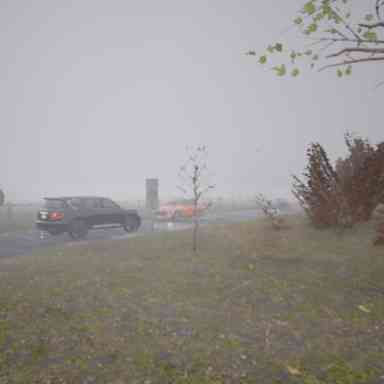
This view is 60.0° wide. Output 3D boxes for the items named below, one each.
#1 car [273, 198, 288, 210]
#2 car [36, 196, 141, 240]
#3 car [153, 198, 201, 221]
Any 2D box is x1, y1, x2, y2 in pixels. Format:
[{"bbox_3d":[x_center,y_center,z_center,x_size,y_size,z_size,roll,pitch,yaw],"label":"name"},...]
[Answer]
[{"bbox_3d":[11.864,1.576,45.856,2.128,1.511,4.902,0,0,36],"label":"car"},{"bbox_3d":[-5.199,1.228,17.469,2.150,2.045,5.566,0,0,37],"label":"car"},{"bbox_3d":[-1.220,1.374,27.640,2.097,1.767,4.553,0,0,36],"label":"car"}]
